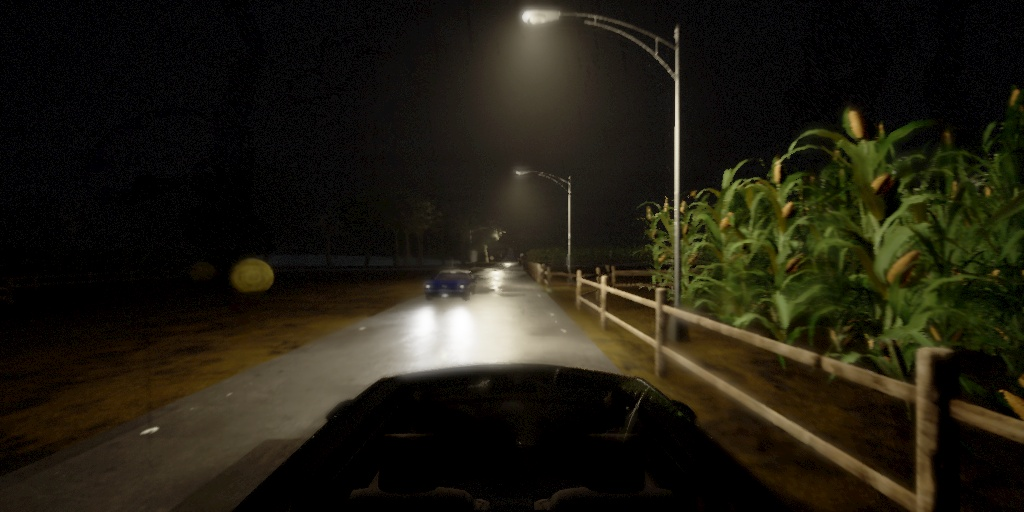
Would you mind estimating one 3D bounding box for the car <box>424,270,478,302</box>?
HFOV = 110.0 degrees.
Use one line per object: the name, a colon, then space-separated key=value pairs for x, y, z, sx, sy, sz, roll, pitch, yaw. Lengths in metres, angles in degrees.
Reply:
car: x=-2.792 y=1.358 z=17.192 sx=1.895 sy=1.301 sz=4.718 roll=0 pitch=0 yaw=1
